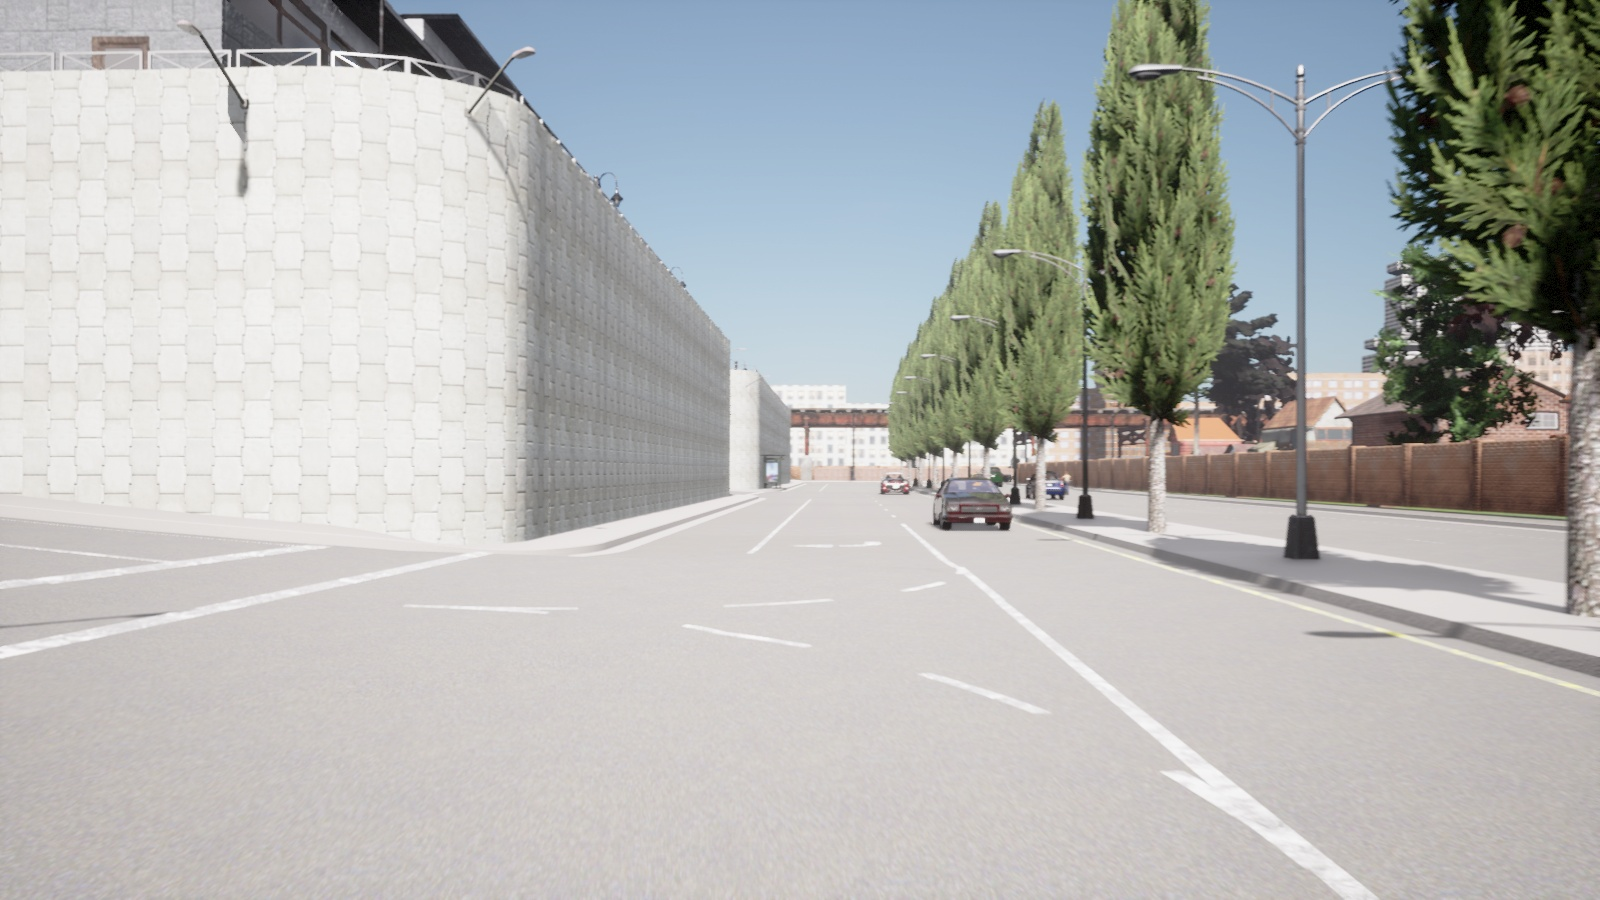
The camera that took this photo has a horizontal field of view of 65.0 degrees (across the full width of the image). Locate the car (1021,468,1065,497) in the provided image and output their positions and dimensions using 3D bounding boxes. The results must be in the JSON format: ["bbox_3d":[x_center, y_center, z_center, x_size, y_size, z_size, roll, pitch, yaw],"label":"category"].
[{"bbox_3d":[13.849,1.858,71.882,1.851,1.617,3.988,0,-1,2],"label":"car"}]

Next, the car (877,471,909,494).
[{"bbox_3d":[6.251,2.166,84.585,1.970,1.475,3.806,0,-1,2],"label":"car"}]

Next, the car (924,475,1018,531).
[{"bbox_3d":[4.673,1.429,35.026,2.033,1.411,5.357,0,-1,2],"label":"car"}]
